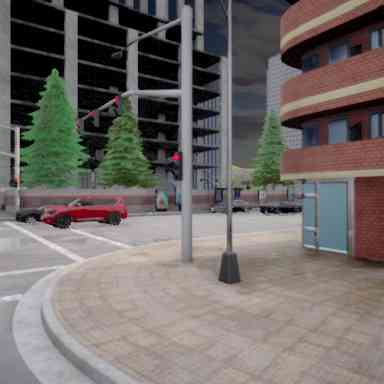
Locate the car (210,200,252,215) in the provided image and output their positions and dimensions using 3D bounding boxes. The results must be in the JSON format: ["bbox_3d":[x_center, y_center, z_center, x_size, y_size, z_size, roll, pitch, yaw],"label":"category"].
[{"bbox_3d":[4.039,1.551,34.295,4.902,1.511,2.128,0,0,-35],"label":"car"}]

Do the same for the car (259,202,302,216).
[{"bbox_3d":[8.964,1.660,33.456,4.718,1.301,1.895,0,0,-35],"label":"car"}]

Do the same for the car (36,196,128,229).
[{"bbox_3d":[-7.074,1.281,22.297,5.566,2.045,2.150,0,0,-35],"label":"car"}]

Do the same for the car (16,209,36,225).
[{"bbox_3d":[-10.215,1.538,24.586,5.008,1.535,1.882,0,0,-31],"label":"car"}]
